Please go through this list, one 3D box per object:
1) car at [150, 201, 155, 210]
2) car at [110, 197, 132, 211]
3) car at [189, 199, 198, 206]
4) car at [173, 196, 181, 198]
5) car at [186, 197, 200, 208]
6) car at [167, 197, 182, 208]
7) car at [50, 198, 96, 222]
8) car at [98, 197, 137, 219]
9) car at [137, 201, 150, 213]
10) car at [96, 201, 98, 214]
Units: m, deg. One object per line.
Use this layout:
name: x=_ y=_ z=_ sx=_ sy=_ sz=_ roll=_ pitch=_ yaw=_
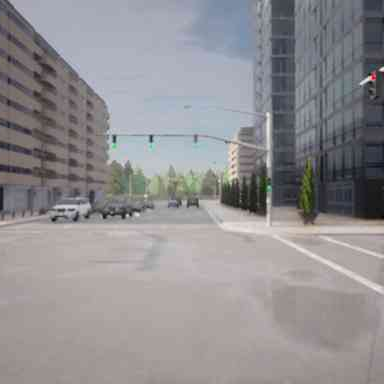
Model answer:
car: x=-7.065 y=2.104 z=53.619 sx=1.994 sy=1.385 sz=4.181 roll=0 pitch=-1 yaw=1
car: x=-10.622 y=1.729 z=50.237 sx=2.150 sy=2.045 sz=5.566 roll=0 pitch=-1 yaw=1
car: x=0.254 y=2.199 z=69.763 sx=1.837 sy=1.490 sz=4.892 roll=0 pitch=-1 yaw=1
car: x=-3.246 y=1.927 z=69.927 sx=2.150 sy=2.045 sz=5.566 roll=0 pitch=-1 yaw=1
car: x=0.195 y=1.813 z=59.053 sx=2.150 sy=2.045 sz=5.566 roll=0 pitch=-1 yaw=1
car: x=-3.304 y=2.121 z=59.256 sx=1.812 sy=1.442 sz=4.674 roll=0 pitch=-1 yaw=1
car: x=-10.857 y=1.528 z=30.193 sx=2.150 sy=2.045 sz=5.566 roll=0 pitch=-1 yaw=-1
car: x=-7.341 y=1.559 z=33.360 sx=2.150 sy=2.045 sz=5.566 roll=0 pitch=-1 yaw=1
car: x=-7.225 y=1.987 z=43.600 sx=2.033 sy=1.411 sz=5.357 roll=0 pitch=-1 yaw=1
car: x=-10.775 y=1.758 z=40.035 sx=2.097 sy=1.767 sz=4.553 roll=0 pitch=-1 yaw=1
